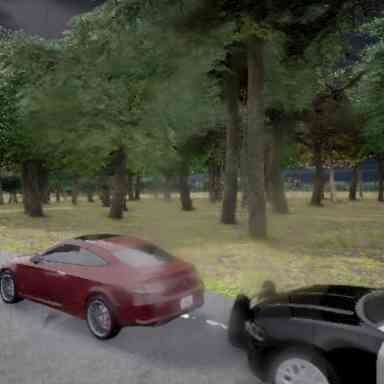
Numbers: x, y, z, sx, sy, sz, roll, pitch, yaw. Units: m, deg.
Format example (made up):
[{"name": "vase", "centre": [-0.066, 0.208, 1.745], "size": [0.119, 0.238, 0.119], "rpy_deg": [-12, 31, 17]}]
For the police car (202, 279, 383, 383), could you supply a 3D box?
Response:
[{"name": "police car", "centre": [2.832, 1.444, 3.125], "size": [5.238, 1.638, 1.930], "rpy_deg": [0, 0, 36]}]

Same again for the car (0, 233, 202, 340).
[{"name": "car", "centre": [-1.951, 1.558, 6.563], "size": [4.674, 1.442, 1.812], "rpy_deg": [0, 0, 36]}]
